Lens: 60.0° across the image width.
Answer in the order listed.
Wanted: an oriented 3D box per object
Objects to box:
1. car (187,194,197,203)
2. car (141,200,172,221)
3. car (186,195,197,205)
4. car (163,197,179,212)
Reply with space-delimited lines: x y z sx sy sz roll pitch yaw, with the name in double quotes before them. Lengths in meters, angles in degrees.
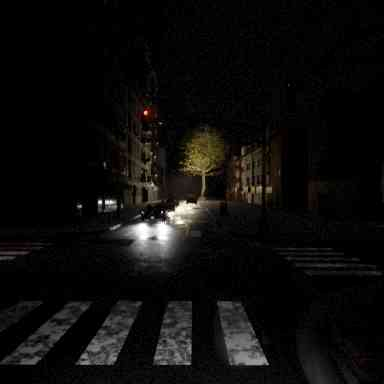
"car" -0.070 1.330 69.350 2.097 1.767 4.553 0 0 0
"car" -2.916 1.587 26.666 1.895 1.301 4.718 0 0 0
"car" -0.046 1.454 59.375 1.882 1.535 5.008 0 0 0
"car" -2.927 1.543 38.797 1.994 1.385 4.181 0 0 0
